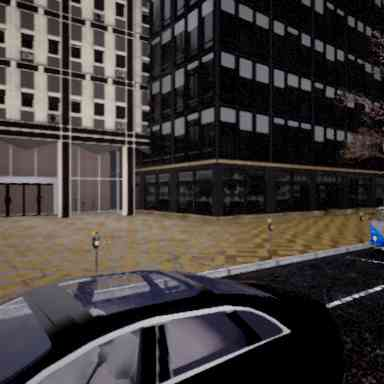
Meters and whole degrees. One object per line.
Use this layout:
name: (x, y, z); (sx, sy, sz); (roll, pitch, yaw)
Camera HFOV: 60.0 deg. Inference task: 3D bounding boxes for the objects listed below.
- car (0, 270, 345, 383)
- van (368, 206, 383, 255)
car: (-0.819, 1.492, 2.493); (4.902, 1.511, 2.128); (0, 0, -36)
van: (8.045, 1.345, 12.081); (3.998, 1.788, 1.690); (0, 0, -36)
